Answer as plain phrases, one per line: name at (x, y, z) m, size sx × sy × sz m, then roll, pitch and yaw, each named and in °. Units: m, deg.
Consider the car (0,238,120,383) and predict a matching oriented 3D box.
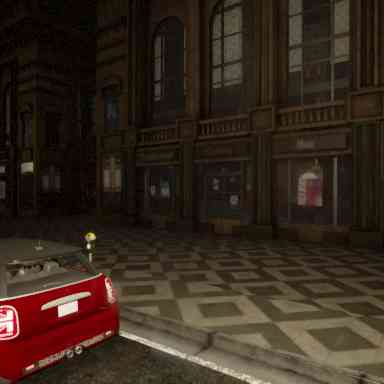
car at (-3.080, 1.440, 5.165) m, size 4.097 × 1.590 × 1.967 m, roll 0°, pitch 0°, yaw 36°
